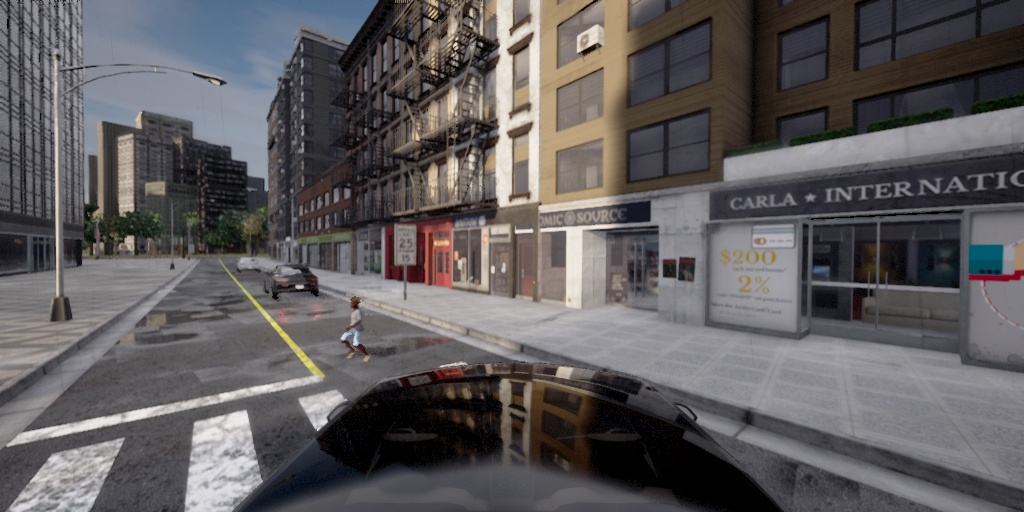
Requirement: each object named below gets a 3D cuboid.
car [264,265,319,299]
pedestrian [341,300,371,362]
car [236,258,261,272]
[{"bbox_3d":[-10.618,1.145,17.225,1.812,1.442,4.674,0,1,-40],"label":"car"},{"bbox_3d":[-2.865,1.007,6.624,0.375,1.860,0.375,-1,1,-40],"label":"pedestrian"},{"bbox_3d":[-27.755,0.922,37.719,1.812,1.442,4.674,0,1,-40],"label":"car"}]
